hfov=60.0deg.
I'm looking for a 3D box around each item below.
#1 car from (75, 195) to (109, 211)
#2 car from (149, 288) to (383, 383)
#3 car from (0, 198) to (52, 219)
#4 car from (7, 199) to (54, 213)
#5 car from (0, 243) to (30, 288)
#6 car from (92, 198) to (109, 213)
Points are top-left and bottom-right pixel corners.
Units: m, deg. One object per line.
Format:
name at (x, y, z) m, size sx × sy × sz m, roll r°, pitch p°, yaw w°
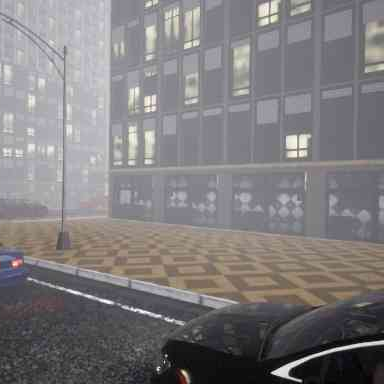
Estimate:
car at (-12.900, 1.447, 44.850) m, size 2.150 × 2.045 × 5.566 m, roll 1°, pitch 0°, yaw 37°
car at (1.850, 1.505, 2.363) m, size 4.892 × 1.490 × 1.837 m, roll 0°, pitch 0°, yaw 35°
car at (-16.024, 1.519, 30.938) m, size 2.192 × 1.841 × 5.009 m, roll 1°, pitch 0°, yaw 37°
car at (-19.504, 1.642, 40.320) m, size 1.752 × 1.417 × 4.829 m, roll 1°, pitch 0°, yaw 37°
car at (-6.070, 1.543, 8.032) m, size 5.357 × 1.411 × 2.033 m, roll 0°, pitch 0°, yaw 36°
car at (-9.209, 1.829, 40.137) m, size 1.752 × 1.417 × 4.829 m, roll 1°, pitch 0°, yaw 37°
